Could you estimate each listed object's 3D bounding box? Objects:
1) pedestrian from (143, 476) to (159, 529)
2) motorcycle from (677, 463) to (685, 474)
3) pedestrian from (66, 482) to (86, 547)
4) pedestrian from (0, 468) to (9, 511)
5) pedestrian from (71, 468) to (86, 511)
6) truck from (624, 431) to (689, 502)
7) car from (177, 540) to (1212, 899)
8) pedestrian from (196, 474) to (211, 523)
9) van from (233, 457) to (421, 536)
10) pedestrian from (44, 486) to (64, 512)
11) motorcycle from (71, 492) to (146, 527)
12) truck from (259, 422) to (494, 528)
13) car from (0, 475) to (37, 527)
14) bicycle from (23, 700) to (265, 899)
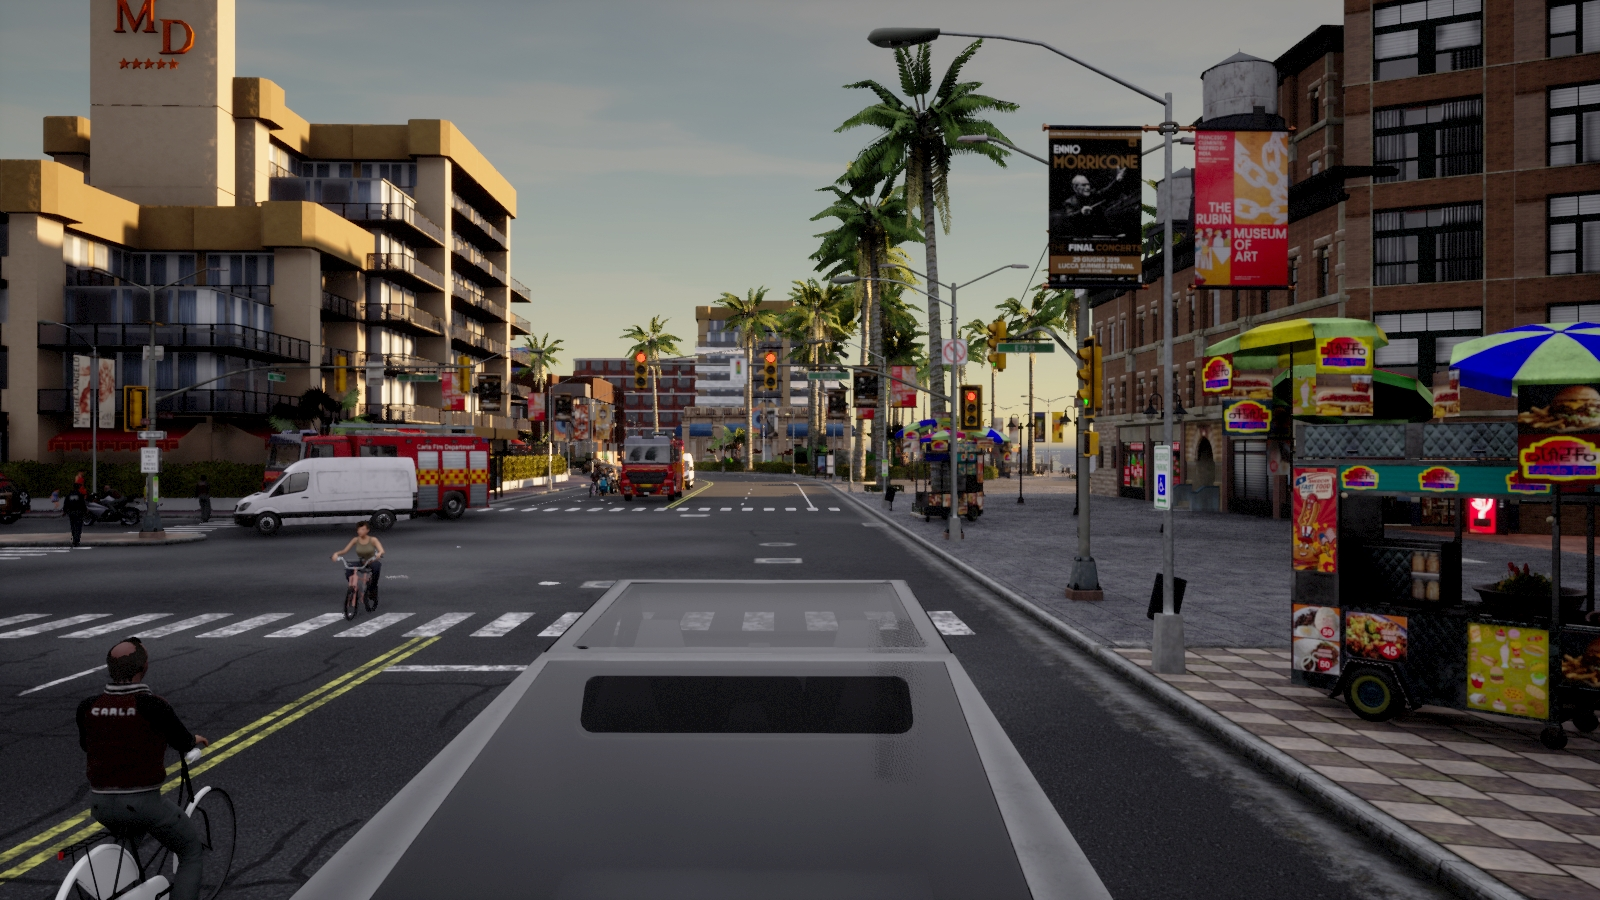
[{"bbox_3d":[-22.989,1.848,40.480,0.375,1.860,0.375,0,0,-3],"label":"pedestrian"},{"bbox_3d":[-14.189,2.182,136.549,0.856,1.236,1.805,0,0,-1],"label":"motorcycle"},{"bbox_3d":[-20.864,1.849,32.912,0.375,1.860,0.375,0,0,-11],"label":"pedestrian"},{"bbox_3d":[-34.418,1.696,49.227,0.375,1.860,0.375,0,0,-2],"label":"pedestrian"},{"bbox_3d":[-30.998,1.696,49.098,0.375,1.860,0.375,0,0,2],"label":"pedestrian"},{"bbox_3d":[-8.113,0.890,65.657,2.891,3.827,8.468,0,0,-1],"label":"truck"},{"bbox_3d":[-0.214,1.754,5.773,2.390,2.098,6.274,0,0,1],"label":"car"},{"bbox_3d":[-22.667,1.848,43.413,0.375,1.860,0.375,0,0,-5],"label":"pedestrian"},{"bbox_3d":[-16.445,1.534,39.816,5.915,2.561,1.988,0,0,-27],"label":"van"},{"bbox_3d":[-31.531,2.077,48.303,0.500,1.100,0.500,0,0,-1],"label":"pedestrian"},{"bbox_3d":[-25.598,2.205,42.324,2.209,1.251,0.867,0,0,-5],"label":"motorcycle"},{"bbox_3d":[-16.585,0.890,45.386,2.891,3.827,8.468,0,0,40],"label":"truck"},{"bbox_3d":[-31.074,1.864,42.073,4.605,1.855,1.932,0,0,-2],"label":"car"},{"bbox_3d":[-3.625,2.210,6.485,0.329,1.171,1.835,0,0,0],"label":"bicycle"}]
